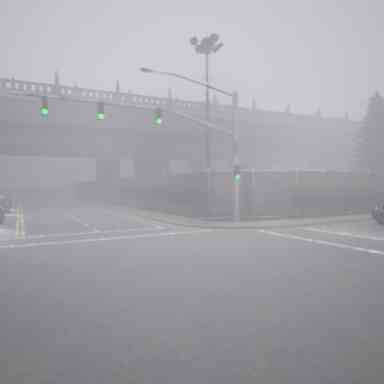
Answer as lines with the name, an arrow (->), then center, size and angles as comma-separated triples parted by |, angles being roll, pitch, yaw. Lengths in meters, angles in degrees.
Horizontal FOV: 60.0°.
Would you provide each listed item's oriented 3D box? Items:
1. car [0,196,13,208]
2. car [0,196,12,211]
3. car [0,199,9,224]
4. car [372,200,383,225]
car -> -22.637, 1.172, 39.869 | 1.895, 1.301, 4.718 | -1, 1, -27
car -> -18.042, 1.182, 30.941 | 1.837, 1.490, 4.892 | -1, 1, -27
car -> -13.520, 1.381, 22.168 | 1.895, 1.301, 4.718 | -1, 1, -27
car -> 12.253, 0.733, 17.980 | 5.566, 2.045, 2.150 | -1, 1, -27
